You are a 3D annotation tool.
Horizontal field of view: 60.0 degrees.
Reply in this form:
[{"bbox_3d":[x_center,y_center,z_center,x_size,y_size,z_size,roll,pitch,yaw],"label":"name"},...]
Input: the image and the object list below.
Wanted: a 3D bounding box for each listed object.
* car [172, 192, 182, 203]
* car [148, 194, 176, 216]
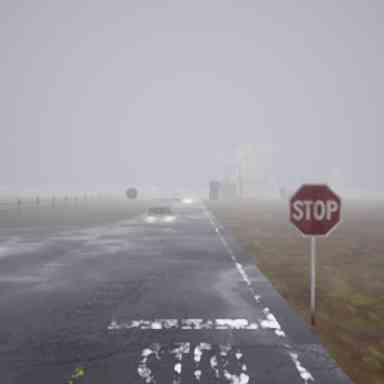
[{"bbox_3d":[-2.750,0.855,55.699,2.097,1.767,4.553,0,0,0],"label":"car"},{"bbox_3d":[-2.751,1.245,29.801,1.882,1.535,5.008,0,1,0],"label":"car"}]
